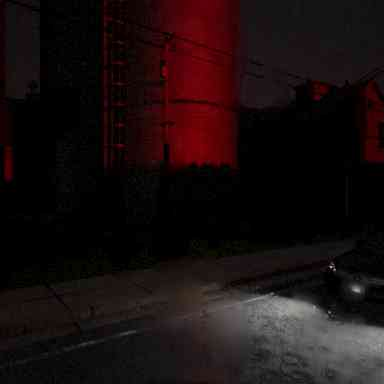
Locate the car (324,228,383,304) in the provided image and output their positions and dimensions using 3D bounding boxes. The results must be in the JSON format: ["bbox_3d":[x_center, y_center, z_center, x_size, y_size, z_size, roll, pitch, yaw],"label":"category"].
[{"bbox_3d":[4.950,1.524,7.532,4.674,1.442,1.812,0,0,-36],"label":"car"}]
